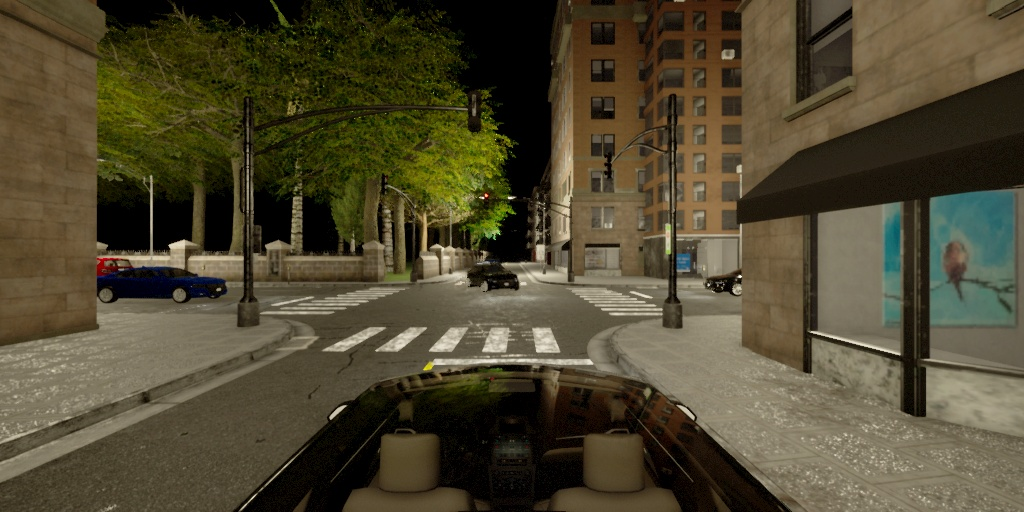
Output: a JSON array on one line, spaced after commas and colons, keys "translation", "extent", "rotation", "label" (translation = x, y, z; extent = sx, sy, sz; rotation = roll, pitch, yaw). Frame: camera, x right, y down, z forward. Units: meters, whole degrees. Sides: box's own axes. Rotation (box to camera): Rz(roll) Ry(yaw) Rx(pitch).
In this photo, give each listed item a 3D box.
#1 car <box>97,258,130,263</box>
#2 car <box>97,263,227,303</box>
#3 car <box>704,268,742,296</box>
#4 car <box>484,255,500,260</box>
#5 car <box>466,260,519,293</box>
[{"translation": [-25.924, 1.031, 21.778], "extent": [5.009, 1.841, 2.192], "rotation": [0, 0, 1], "label": "car"}, {"translation": [-15.473, 1.209, 15.860], "extent": [5.008, 1.535, 1.882], "rotation": [0, 0, 0], "label": "car"}, {"translation": [12.689, 1.267, 18.683], "extent": [4.892, 1.490, 1.837], "rotation": [0, 0, 1], "label": "car"}, {"translation": [-3.017, 0.900, 54.843], "extent": [2.150, 2.045, 5.566], "rotation": [0, 0, 0], "label": "car"}, {"translation": [-1.278, 1.219, 21.205], "extent": [1.882, 1.535, 5.008], "rotation": [0, 0, -23], "label": "car"}]
